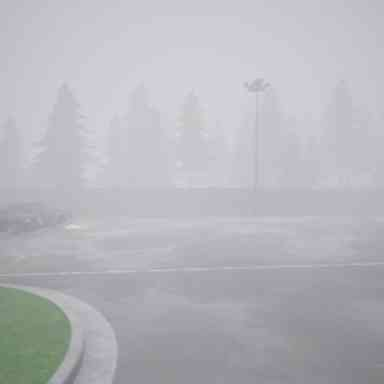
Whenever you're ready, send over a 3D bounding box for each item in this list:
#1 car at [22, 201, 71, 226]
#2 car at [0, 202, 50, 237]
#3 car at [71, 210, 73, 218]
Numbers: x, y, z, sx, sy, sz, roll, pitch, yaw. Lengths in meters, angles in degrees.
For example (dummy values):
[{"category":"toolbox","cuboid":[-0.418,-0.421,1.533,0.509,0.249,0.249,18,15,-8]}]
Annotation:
[{"category":"car","cuboid":[-10.025,1.476,20.420,4.181,1.385,1.994,0,0,-8]},{"category":"car","cuboid":[-10.221,1.415,16.861,4.902,1.511,2.128,0,0,-8]},{"category":"car","cuboid":[-11.079,1.403,23.810,4.892,1.490,1.837,0,0,-8]}]
